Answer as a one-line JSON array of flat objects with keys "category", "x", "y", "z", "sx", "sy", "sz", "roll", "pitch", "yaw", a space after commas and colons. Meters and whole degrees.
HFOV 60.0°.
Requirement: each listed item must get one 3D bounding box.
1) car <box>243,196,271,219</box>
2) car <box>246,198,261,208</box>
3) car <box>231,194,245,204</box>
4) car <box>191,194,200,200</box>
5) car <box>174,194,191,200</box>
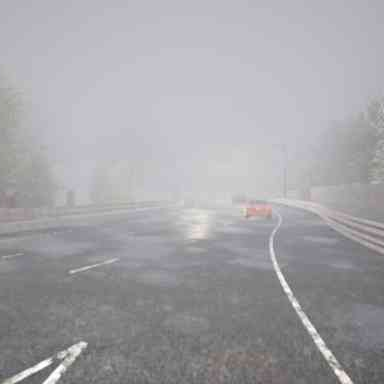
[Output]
[{"category": "car", "x": 6.176, "y": 1.445, "z": 30.609, "sx": 2.097, "sy": 1.767, "sz": 4.553, "roll": 0, "pitch": 0, "yaw": 14}, {"category": "car", "x": 9.458, "y": 1.657, "z": 51.600, "sx": 1.837, "sy": 1.490, "sz": 4.892, "roll": 1, "pitch": 0, "yaw": 4}, {"category": "car", "x": 9.342, "y": 1.387, "z": 66.308, "sx": 2.150, "sy": 2.045, "sz": 5.566, "roll": 1, "pitch": 0, "yaw": -4}, {"category": "car", "x": 0.668, "y": 1.444, "z": 92.678, "sx": 2.097, "sy": 1.767, "sz": 4.553, "roll": 1, "pitch": 0, "yaw": -20}, {"category": "car", "x": -2.650, "y": 1.601, "z": 91.544, "sx": 1.994, "sy": 1.385, "sz": 4.181, "roll": 1, "pitch": 0, "yaw": -20}]
